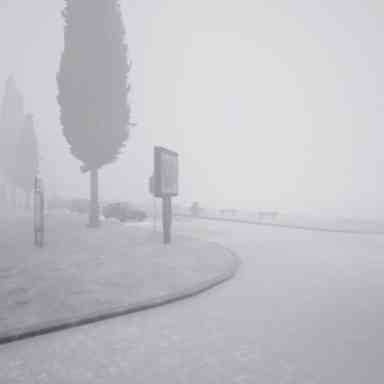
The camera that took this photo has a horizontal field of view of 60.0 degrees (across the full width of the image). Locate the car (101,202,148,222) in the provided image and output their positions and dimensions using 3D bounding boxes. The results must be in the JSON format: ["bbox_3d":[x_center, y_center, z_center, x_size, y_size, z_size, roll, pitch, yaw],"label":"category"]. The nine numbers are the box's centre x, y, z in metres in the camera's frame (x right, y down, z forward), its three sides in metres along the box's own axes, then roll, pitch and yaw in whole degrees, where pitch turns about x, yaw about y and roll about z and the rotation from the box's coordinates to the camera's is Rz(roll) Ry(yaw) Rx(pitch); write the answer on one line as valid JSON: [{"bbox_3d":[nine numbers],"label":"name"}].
[{"bbox_3d":[-5.528,1.526,26.574,2.033,1.411,5.357,0,0,-36],"label":"car"}]

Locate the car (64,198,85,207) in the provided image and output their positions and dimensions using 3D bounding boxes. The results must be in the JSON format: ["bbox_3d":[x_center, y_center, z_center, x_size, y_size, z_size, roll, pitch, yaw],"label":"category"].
[{"bbox_3d":[-18.279,1.571,51.680,1.895,1.301,4.718,0,0,-35],"label":"car"}]

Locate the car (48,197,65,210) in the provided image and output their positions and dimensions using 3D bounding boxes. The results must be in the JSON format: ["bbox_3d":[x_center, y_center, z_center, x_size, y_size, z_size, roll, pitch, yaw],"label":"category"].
[{"bbox_3d":[-17.187,1.484,42.975,1.837,1.490,4.892,0,0,-35],"label":"car"}]

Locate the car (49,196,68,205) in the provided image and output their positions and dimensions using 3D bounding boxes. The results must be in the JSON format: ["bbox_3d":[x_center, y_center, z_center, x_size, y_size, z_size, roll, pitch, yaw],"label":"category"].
[{"bbox_3d":[-24.061,1.518,59.776,2.033,1.411,5.357,0,0,-36],"label":"car"}]

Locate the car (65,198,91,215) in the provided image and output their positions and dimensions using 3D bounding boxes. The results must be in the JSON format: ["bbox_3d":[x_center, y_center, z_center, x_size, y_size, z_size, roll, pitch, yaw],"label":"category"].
[{"bbox_3d":[-11.201,1.470,34.537,2.128,1.511,4.902,0,0,-35],"label":"car"}]
